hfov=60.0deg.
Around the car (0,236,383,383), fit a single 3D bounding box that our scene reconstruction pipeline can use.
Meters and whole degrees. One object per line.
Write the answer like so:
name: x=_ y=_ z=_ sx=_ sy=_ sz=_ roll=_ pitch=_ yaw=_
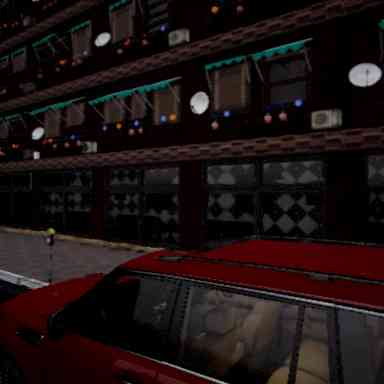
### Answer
car: x=0.274 y=1.314 z=2.675 sx=5.009 sy=1.841 sz=2.192 roll=0 pitch=0 yaw=36
